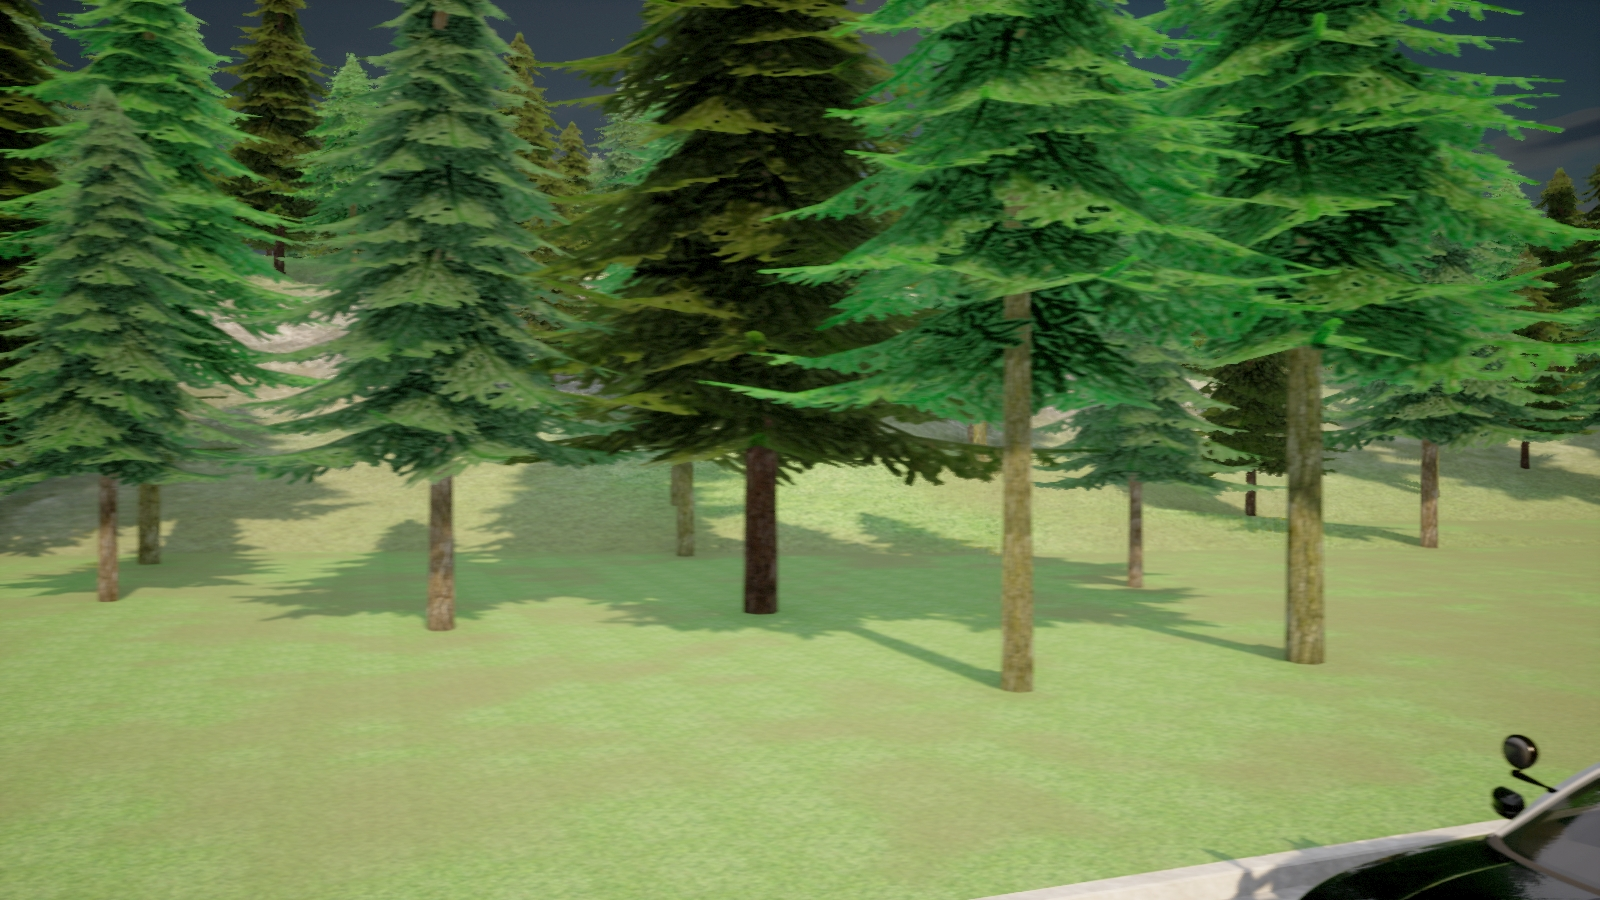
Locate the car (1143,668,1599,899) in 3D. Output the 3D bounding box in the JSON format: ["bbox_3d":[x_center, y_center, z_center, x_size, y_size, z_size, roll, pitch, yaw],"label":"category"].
[{"bbox_3d":[4.352,1.983,4.999,5.238,1.638,2.097,0,0,-20],"label":"car"}]
